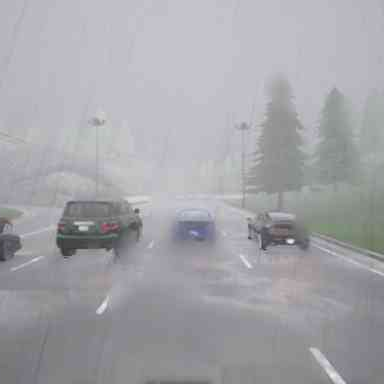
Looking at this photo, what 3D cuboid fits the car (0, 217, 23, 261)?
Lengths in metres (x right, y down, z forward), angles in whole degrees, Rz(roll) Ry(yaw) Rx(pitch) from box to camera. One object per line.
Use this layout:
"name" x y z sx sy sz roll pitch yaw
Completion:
"car" -6.935 1.572 9.303 2.033 1.411 5.357 0 0 0

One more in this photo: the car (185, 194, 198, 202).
"car" 0.020 1.820 86.883 1.895 1.301 4.718 0 0 2

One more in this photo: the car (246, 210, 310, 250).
"car" 3.587 1.543 14.495 1.837 1.490 4.892 0 0 0

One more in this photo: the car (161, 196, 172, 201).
"car" -6.969 1.750 87.546 1.812 1.442 4.674 0 0 2

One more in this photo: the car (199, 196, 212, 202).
"car" 3.520 1.821 86.911 1.895 1.301 4.718 0 0 2

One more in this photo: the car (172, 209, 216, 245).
"car" 0.090 1.519 15.758 1.882 1.535 5.008 0 0 0

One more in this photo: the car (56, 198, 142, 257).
"car" -3.415 1.255 13.209 2.150 2.045 5.566 0 0 0

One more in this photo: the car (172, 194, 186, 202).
"car" -3.470 1.820 87.485 1.895 1.301 4.718 0 0 2
